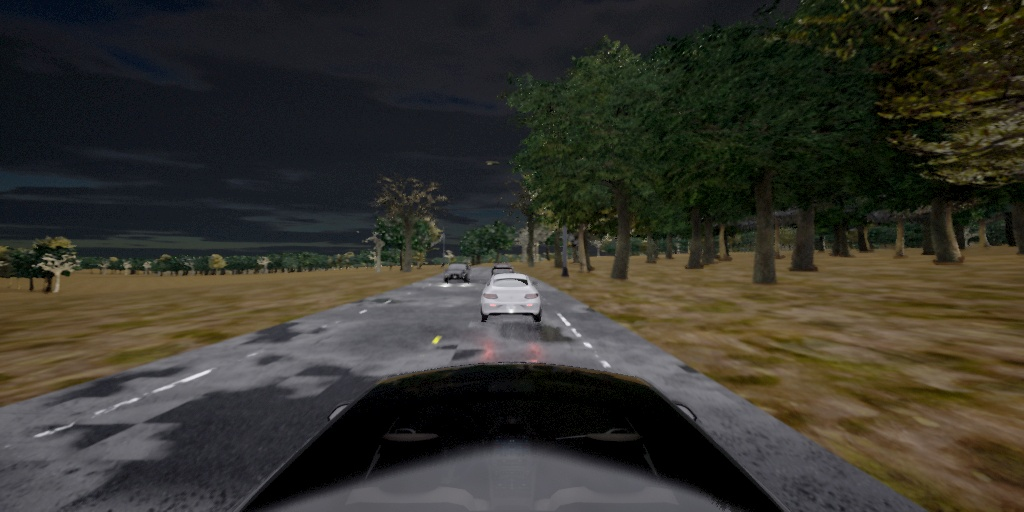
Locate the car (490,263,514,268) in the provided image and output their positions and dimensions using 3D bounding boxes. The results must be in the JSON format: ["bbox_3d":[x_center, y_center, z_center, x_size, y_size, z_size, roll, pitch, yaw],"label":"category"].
[{"bbox_3d":[-0.851,1.339,30.943,2.128,1.511,4.902,0,0,-3],"label":"car"}]

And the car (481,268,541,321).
[{"bbox_3d":[-0.072,1.295,12.355,1.812,1.442,4.674,0,0,-1],"label":"car"}]

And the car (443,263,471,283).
[{"bbox_3d":[-4.367,1.338,29.079,1.837,1.490,4.892,0,-1,-3],"label":"car"}]
